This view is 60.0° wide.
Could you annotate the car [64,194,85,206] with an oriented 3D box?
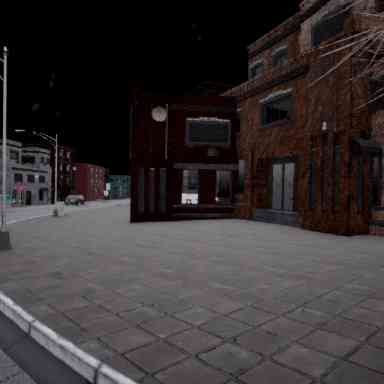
[{"bbox_3d":[-20.694,1.431,58.634,2.150,2.045,5.566,1,0,-1],"label":"car"}]
